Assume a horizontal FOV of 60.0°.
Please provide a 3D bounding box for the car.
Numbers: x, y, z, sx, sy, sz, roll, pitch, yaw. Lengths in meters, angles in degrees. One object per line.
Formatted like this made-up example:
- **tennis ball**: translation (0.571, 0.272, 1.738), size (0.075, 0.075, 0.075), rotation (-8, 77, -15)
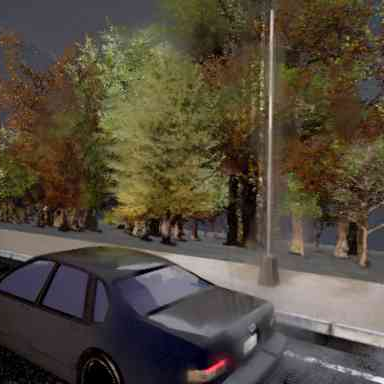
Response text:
- **car**: translation (-1.474, 1.525, 4.726), size (5.357, 1.411, 2.033), rotation (0, 0, 35)
